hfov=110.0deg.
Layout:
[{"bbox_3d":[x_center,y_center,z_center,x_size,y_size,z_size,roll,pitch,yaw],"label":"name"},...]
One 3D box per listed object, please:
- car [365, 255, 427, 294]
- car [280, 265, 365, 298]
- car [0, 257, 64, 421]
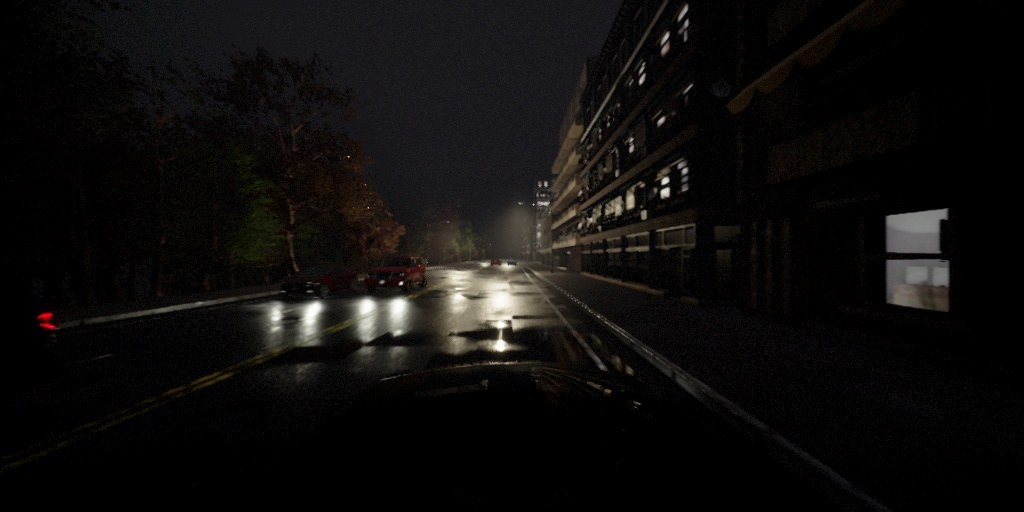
[{"bbox_3d":[-6.535,0.973,20.869,2.150,2.045,5.566,0,0,1],"label":"car"},{"bbox_3d":[-9.802,1.226,18.639,1.882,1.535,5.008,0,0,0],"label":"car"},{"bbox_3d":[-6.580,0.972,1.988,2.150,2.045,5.566,0,0,0],"label":"car"}]
